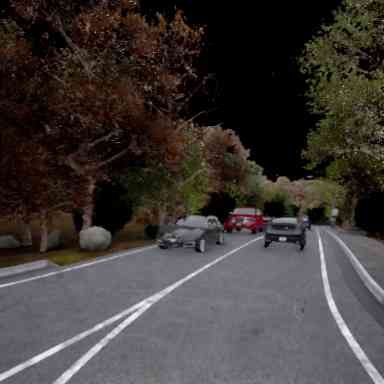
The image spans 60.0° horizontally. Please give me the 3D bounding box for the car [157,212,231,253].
[{"bbox_3d":[0.121,1.766,15.119,1.837,1.490,4.892,1,-3,21],"label":"car"}]

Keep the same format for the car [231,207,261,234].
[{"bbox_3d":[4.278,2.177,26.281,2.150,2.045,5.566,1,-4,20],"label":"car"}]

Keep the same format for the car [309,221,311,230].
[{"bbox_3d":[14.377,4.089,43.306,1.882,1.535,5.008,1,-4,20],"label":"car"}]

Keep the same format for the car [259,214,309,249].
[{"bbox_3d":[4.865,1.970,17.083,1.837,1.490,4.892,1,-3,20],"label":"car"}]

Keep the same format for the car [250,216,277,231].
[{"bbox_3d":[7.830,3.336,35.815,2.033,1.411,5.357,1,-5,21],"label":"car"}]
